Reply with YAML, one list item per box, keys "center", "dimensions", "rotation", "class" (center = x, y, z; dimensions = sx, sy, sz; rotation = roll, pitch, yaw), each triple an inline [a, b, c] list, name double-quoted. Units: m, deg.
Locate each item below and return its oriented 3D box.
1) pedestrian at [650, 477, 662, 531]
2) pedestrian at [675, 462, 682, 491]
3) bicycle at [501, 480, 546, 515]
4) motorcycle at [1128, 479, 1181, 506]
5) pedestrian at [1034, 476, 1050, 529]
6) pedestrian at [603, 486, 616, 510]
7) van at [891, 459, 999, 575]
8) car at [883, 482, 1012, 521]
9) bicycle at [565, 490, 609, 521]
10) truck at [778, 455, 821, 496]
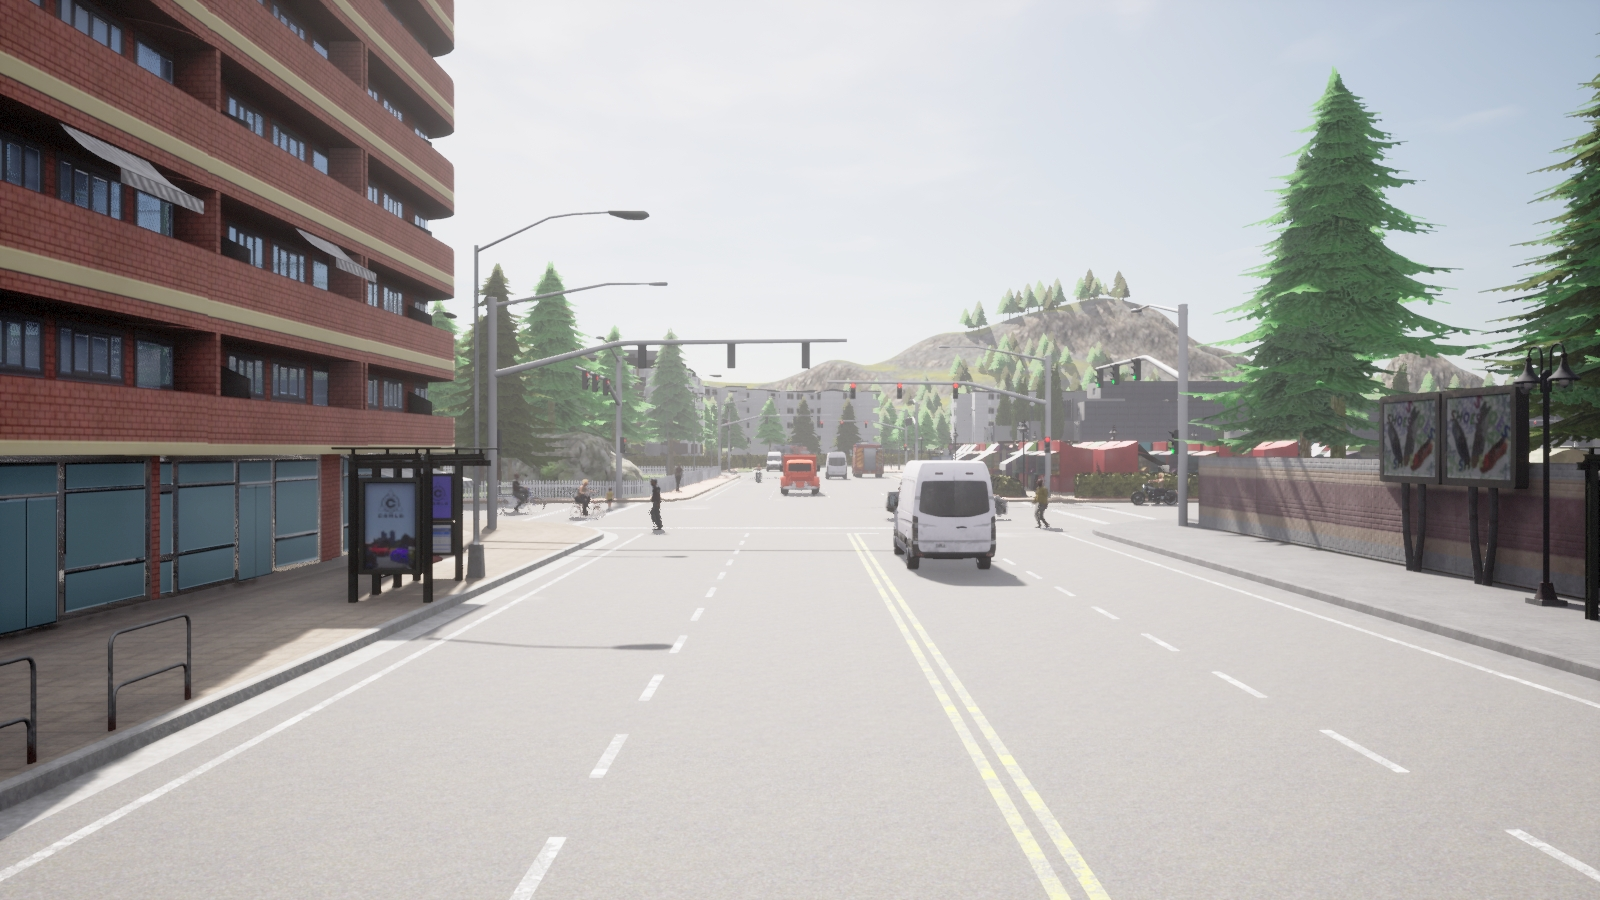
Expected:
- center: [-4.946, 1.850, 39.230]
  dimensions: [0.375, 1.860, 0.375]
  rotation: [0, 0, -10]
  class: "pedestrian"
- center: [-7.740, 1.701, 72.721]
  dimensions: [0.375, 1.860, 0.375]
  rotation: [0, 0, 0]
  class: "pedestrian"
- center: [-11.839, 2.007, 48.887]
  dimensions: [1.835, 1.471, 0.329]
  rotation: [0, 0, -7]
  class: "bicycle"
- center: [17.582, 2.102, 56.689]
  dimensions: [2.356, 1.307, 0.764]
  rotation: [0, 0, 0]
  class: "motorcycle"
- center: [8.547, 1.851, 40.379]
  dimensions: [0.375, 1.860, 0.375]
  rotation: [0, 0, -32]
  class: "pedestrian"
- center: [-8.638, 2.183, 51.929]
  dimensions: [0.500, 1.100, 0.500]
  rotation: [0, 0, 0]
  class: "pedestrian"
- center: [3.505, 1.536, 28.720]
  dimensions: [1.988, 2.561, 5.915]
  rotation: [0, 0, 0]
  class: "van"
- center: [5.889, 2.056, 46.081]
  dimensions: [4.892, 1.480, 2.231]
  rotation: [0, 0, -1]
  class: "car"
- center: [-8.447, 2.184, 45.363]
  dimensions: [1.487, 1.126, 0.859]
  rotation: [1, 1, 14]
  class: "bicycle"
- center: [-0.006, 1.572, 72.542]
  dimensions: [2.627, 2.467, 5.204]
  rotation: [0, 0, 0]
  class: "truck"
